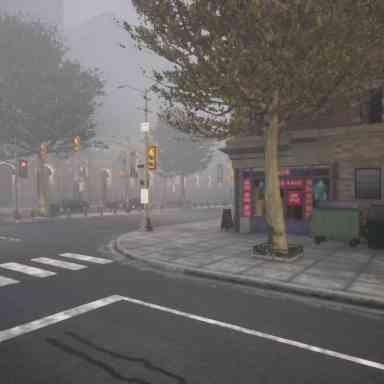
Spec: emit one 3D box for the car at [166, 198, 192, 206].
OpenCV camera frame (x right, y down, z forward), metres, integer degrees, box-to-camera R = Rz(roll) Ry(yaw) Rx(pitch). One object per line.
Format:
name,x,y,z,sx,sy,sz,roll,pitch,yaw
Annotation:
car,-2.148,1.601,53.733,1.895,1.301,4.718,0,0,36

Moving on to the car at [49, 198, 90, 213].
car,-13.875,1.505,37.444,1.837,1.490,4.892,0,0,36

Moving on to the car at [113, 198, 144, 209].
car,-8.038,1.526,45.536,1.812,1.442,4.674,0,0,36

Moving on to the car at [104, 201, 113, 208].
car,-10.251,1.595,47.876,1.895,1.301,4.718,0,0,36
